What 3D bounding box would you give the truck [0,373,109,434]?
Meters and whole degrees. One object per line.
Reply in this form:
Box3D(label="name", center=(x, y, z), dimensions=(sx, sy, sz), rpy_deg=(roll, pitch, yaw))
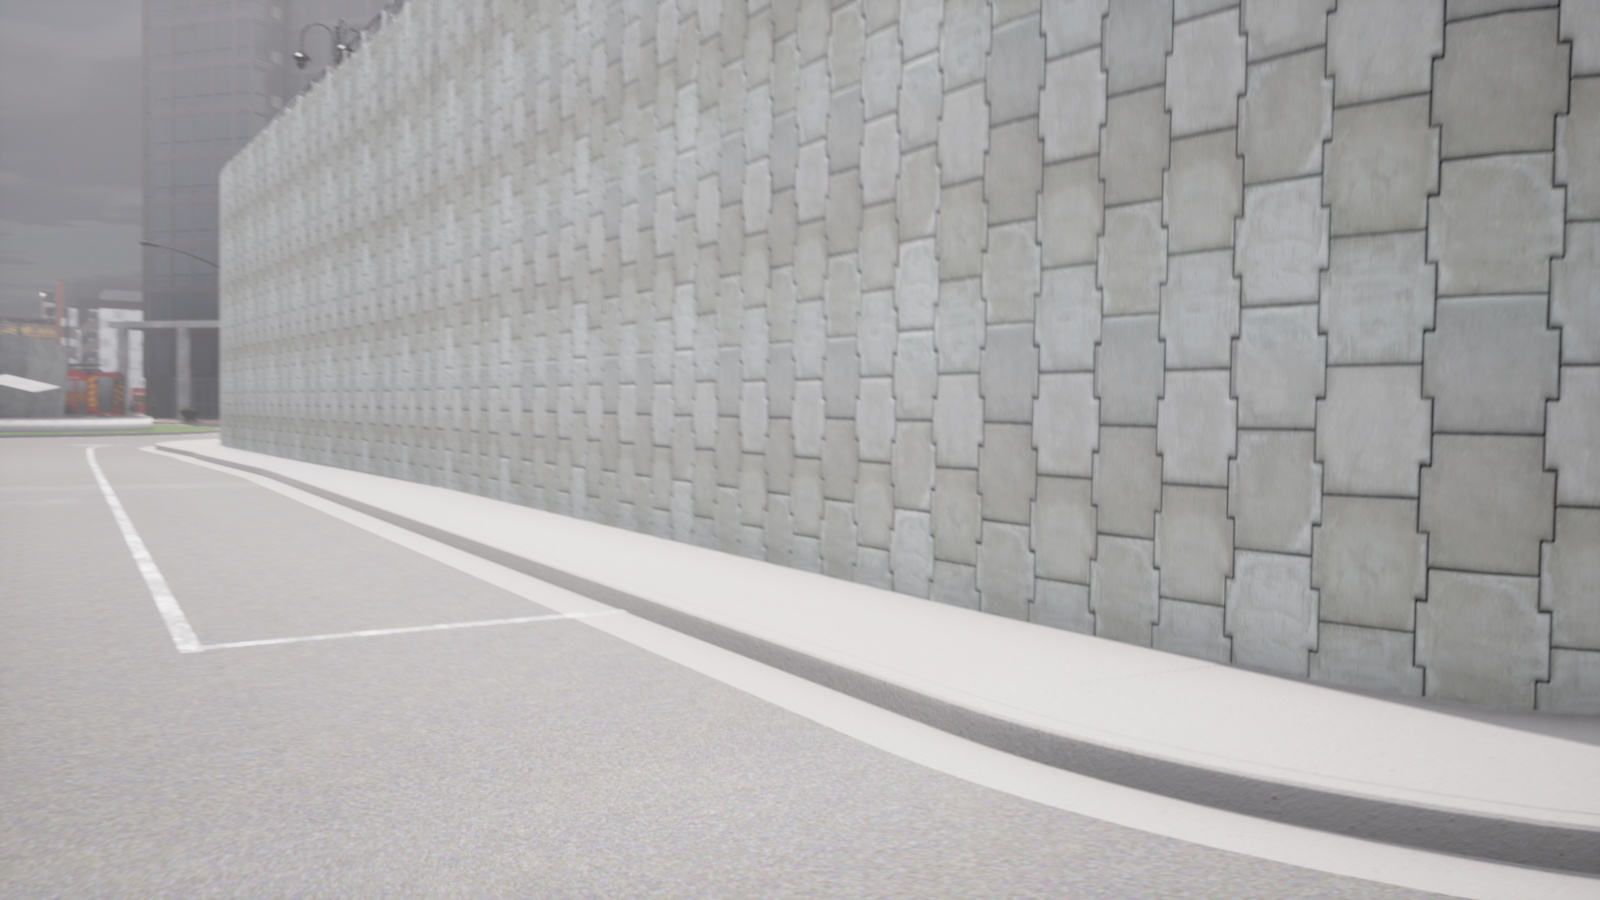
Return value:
Box3D(label="truck", center=(-49.330, -3.007, 81.628), dimensions=(8.468, 3.827, 2.891), rpy_deg=(1, 2, 21))
